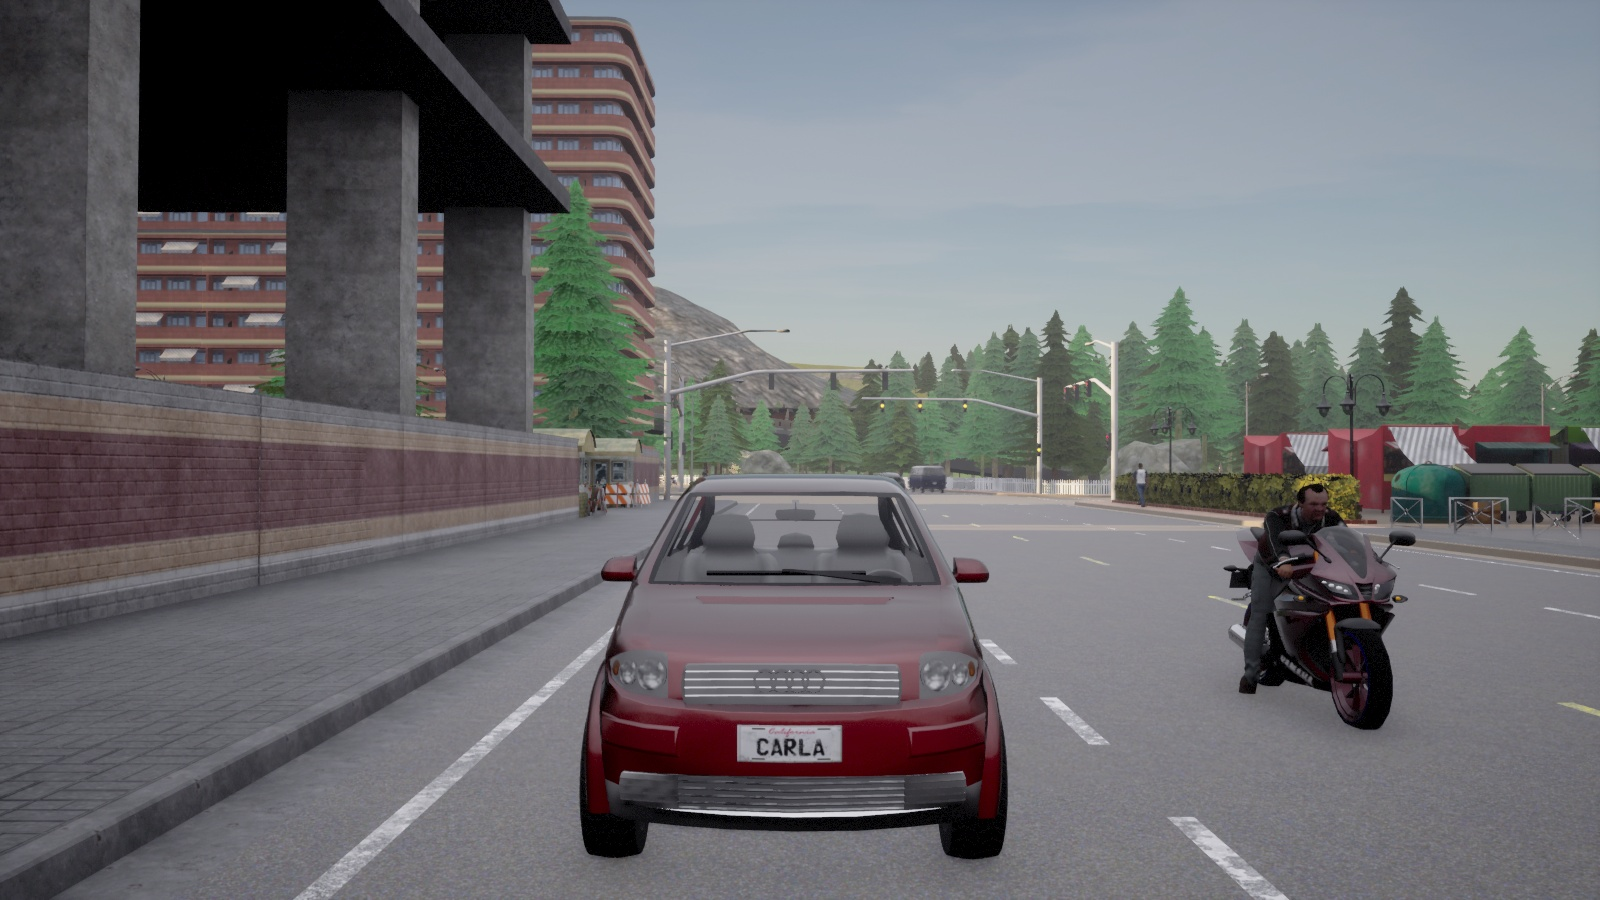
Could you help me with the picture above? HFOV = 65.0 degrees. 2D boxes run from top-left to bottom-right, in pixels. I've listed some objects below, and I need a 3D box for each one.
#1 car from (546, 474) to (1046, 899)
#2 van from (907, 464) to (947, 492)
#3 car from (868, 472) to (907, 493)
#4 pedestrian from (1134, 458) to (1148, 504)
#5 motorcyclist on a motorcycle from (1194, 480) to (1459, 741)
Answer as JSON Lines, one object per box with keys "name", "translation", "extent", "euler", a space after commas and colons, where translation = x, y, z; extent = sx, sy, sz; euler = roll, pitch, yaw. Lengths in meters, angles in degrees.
{"name": "car", "translation": [-0.016, 0.900, 6.363], "extent": [1.789, 1.549, 3.705], "euler": [0, -1, 0]}
{"name": "van", "translation": [9.228, 2.064, 91.575], "extent": [1.775, 1.987, 4.442], "euler": [0, -1, -11]}
{"name": "car", "translation": [6.168, 2.285, 88.951], "extent": [1.837, 1.490, 4.892], "euler": [0, -1, -7]}
{"name": "pedestrian", "translation": [13.783, 1.263, 50.719], "extent": [0.354, 1.836, 0.706], "euler": [0, -1, 0]}
{"name": "motorcyclist on a motorcycle", "translation": [3.476, 0.979, 8.565], "extent": [0.866, 1.530, 2.191], "euler": [0, -1, 0]}
